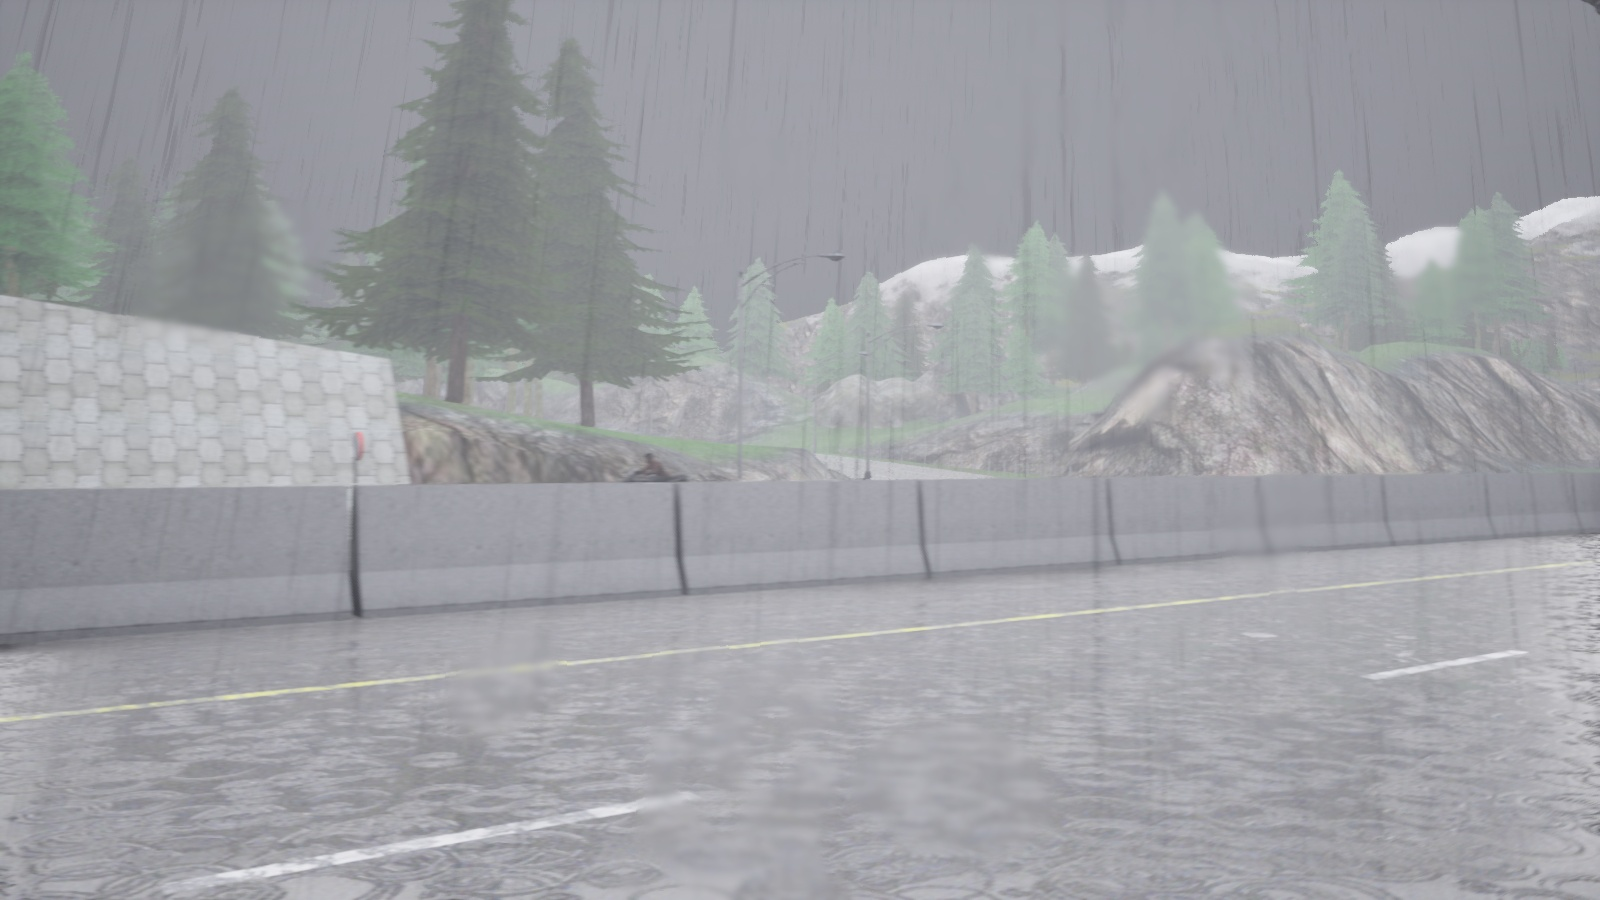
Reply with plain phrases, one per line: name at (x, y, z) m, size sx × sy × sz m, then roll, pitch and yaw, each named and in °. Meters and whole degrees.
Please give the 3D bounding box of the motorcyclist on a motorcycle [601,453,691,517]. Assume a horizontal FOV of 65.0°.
motorcyclist on a motorcycle at (-3.781, 0.839, 30.877) m, size 2.044 × 1.523 × 0.797 m, roll 0°, pitch 0°, yaw -35°
